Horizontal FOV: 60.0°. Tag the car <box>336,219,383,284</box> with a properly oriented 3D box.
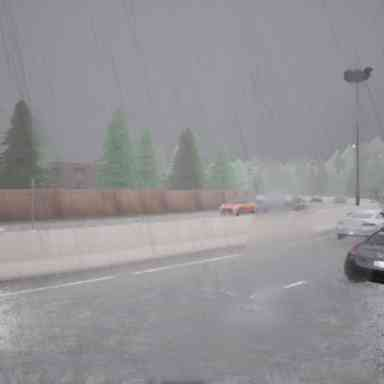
[{"bbox_3d":[5.735,1.573,8.681,4.181,1.385,1.994,0,0,-41],"label":"car"}]

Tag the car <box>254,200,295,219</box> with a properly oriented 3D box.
[{"bbox_3d":[7.825,1.536,31.302,1.882,1.535,5.008,0,0,38],"label":"car"}]

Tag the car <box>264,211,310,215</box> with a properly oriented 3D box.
[{"bbox_3d":[7.450,1.536,25.420,2.128,1.511,4.902,0,0,41],"label":"car"}]

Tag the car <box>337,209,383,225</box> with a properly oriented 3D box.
[{"bbox_3d":[8.610,1.547,16.185,1.812,1.442,4.674,0,0,45],"label":"car"}]
